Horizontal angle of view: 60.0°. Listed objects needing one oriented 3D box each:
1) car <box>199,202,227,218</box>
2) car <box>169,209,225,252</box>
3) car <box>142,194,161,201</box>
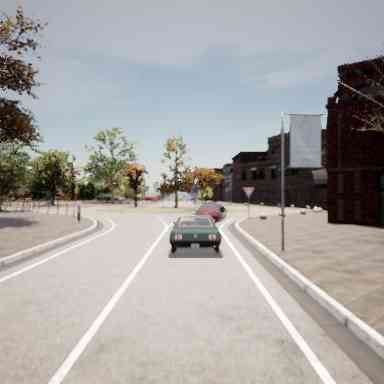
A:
[{"bbox_3d":[1.633,1.517,27.117,1.994,1.385,4.181,0,2,14],"label":"car"},{"bbox_3d":[0.129,1.614,13.911,1.895,1.301,4.718,0,0,0],"label":"car"},{"bbox_3d":[-11.980,1.703,94.422,4.553,1.767,2.185,0,-1,-2],"label":"car"}]
